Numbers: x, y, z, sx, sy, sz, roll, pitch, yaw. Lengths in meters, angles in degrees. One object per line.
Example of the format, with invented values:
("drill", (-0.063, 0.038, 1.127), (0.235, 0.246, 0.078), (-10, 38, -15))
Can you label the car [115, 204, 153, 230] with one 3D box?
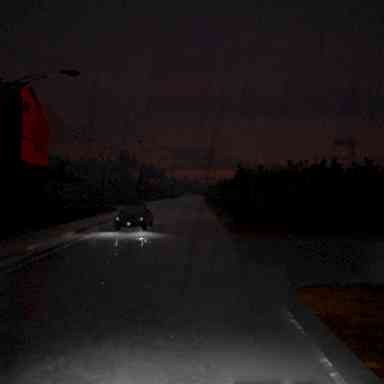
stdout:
("car", (-3.563, 1.520, 21.067), (1.812, 1.442, 4.674), (0, 0, 0))
